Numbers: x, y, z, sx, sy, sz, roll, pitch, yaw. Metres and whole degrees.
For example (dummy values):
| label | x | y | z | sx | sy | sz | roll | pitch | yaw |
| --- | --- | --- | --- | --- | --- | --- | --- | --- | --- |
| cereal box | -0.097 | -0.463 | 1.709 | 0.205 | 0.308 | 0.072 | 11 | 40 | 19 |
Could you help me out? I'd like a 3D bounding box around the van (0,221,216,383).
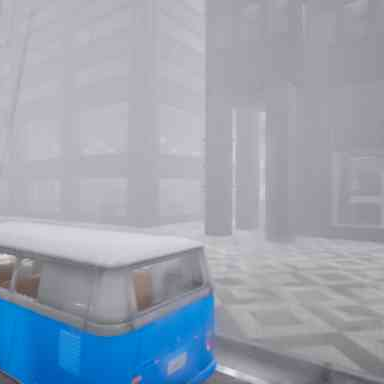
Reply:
| label | x | y | z | sx | sy | sz | roll | pitch | yaw |
| --- | --- | --- | --- | --- | --- | --- | --- | --- | --- |
| van | -1.644 | 1.332 | 4.135 | 3.998 | 1.788 | 1.690 | 0 | 0 | 36 |
